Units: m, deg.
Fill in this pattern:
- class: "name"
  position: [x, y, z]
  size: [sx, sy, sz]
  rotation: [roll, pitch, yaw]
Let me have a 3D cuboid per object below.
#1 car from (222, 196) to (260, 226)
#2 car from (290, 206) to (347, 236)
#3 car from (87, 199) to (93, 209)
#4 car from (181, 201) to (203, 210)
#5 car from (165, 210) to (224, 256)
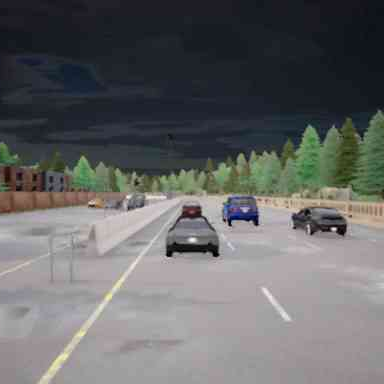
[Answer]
- class: "car"
  position: [3.497, 1.330, 24.575]
  size: [2.150, 2.045, 5.566]
  rotation: [0, 0, 0]
- class: "car"
  position: [7.003, 1.579, 18.833]
  size: [1.837, 1.490, 4.892]
  rotation: [0, 0, 0]
- class: "car"
  position: [-14.178, 1.738, 49.743]
  size: [1.882, 1.535, 5.008]
  rotation: [0, 0, 0]
- class: "car"
  position: [-0.004, 1.625, 31.897]
  size: [1.882, 1.535, 5.008]
  rotation: [0, 0, 0]
- class: "car"
  position: [0.013, 1.627, 13.417]
  size: [1.994, 1.385, 4.181]
  rotation: [0, 0, 0]
